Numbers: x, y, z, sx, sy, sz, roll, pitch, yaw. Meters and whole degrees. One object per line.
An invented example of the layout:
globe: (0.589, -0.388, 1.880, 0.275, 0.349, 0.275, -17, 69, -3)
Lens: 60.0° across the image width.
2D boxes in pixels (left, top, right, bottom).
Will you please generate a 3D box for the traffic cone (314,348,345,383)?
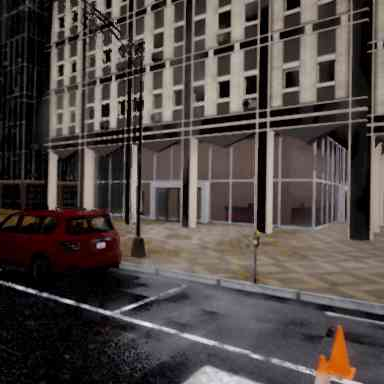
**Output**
traffic cone: (1.366, 2.020, 3.496, 0.340, 0.580, 0.340, 0, -1, 33)

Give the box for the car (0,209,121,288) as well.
car: (-4.251, 1.403, 9.547, 5.009, 1.841, 2.192, 0, 0, 33)

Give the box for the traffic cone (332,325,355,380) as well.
traffic cone: (1.916, 2.036, 4.330, 0.340, 0.580, 0.340, 0, -1, 33)
